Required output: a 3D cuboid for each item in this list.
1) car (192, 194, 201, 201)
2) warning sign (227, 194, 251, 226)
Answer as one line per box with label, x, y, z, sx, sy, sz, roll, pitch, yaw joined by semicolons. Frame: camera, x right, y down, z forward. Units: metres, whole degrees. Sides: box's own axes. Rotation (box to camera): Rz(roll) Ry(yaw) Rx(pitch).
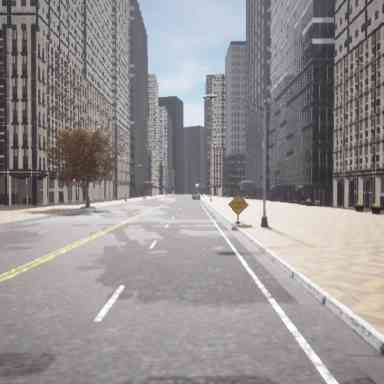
car;1.133;1.363;86.598;2.097;1.767;4.553;0;0;0
warning sign;2.865;1.084;20.605;1.300;1.860;1.060;1;1;0
